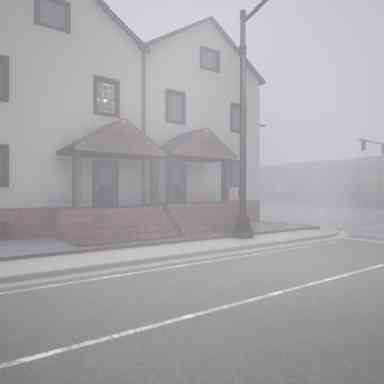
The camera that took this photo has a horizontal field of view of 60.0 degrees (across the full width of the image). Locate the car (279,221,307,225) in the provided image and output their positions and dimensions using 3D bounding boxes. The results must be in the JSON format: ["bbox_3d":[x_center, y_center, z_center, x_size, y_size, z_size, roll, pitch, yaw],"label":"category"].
[{"bbox_3d":[8.589,3.478,31.354,2.128,1.511,4.902,-1,-12,-36],"label":"car"}]
